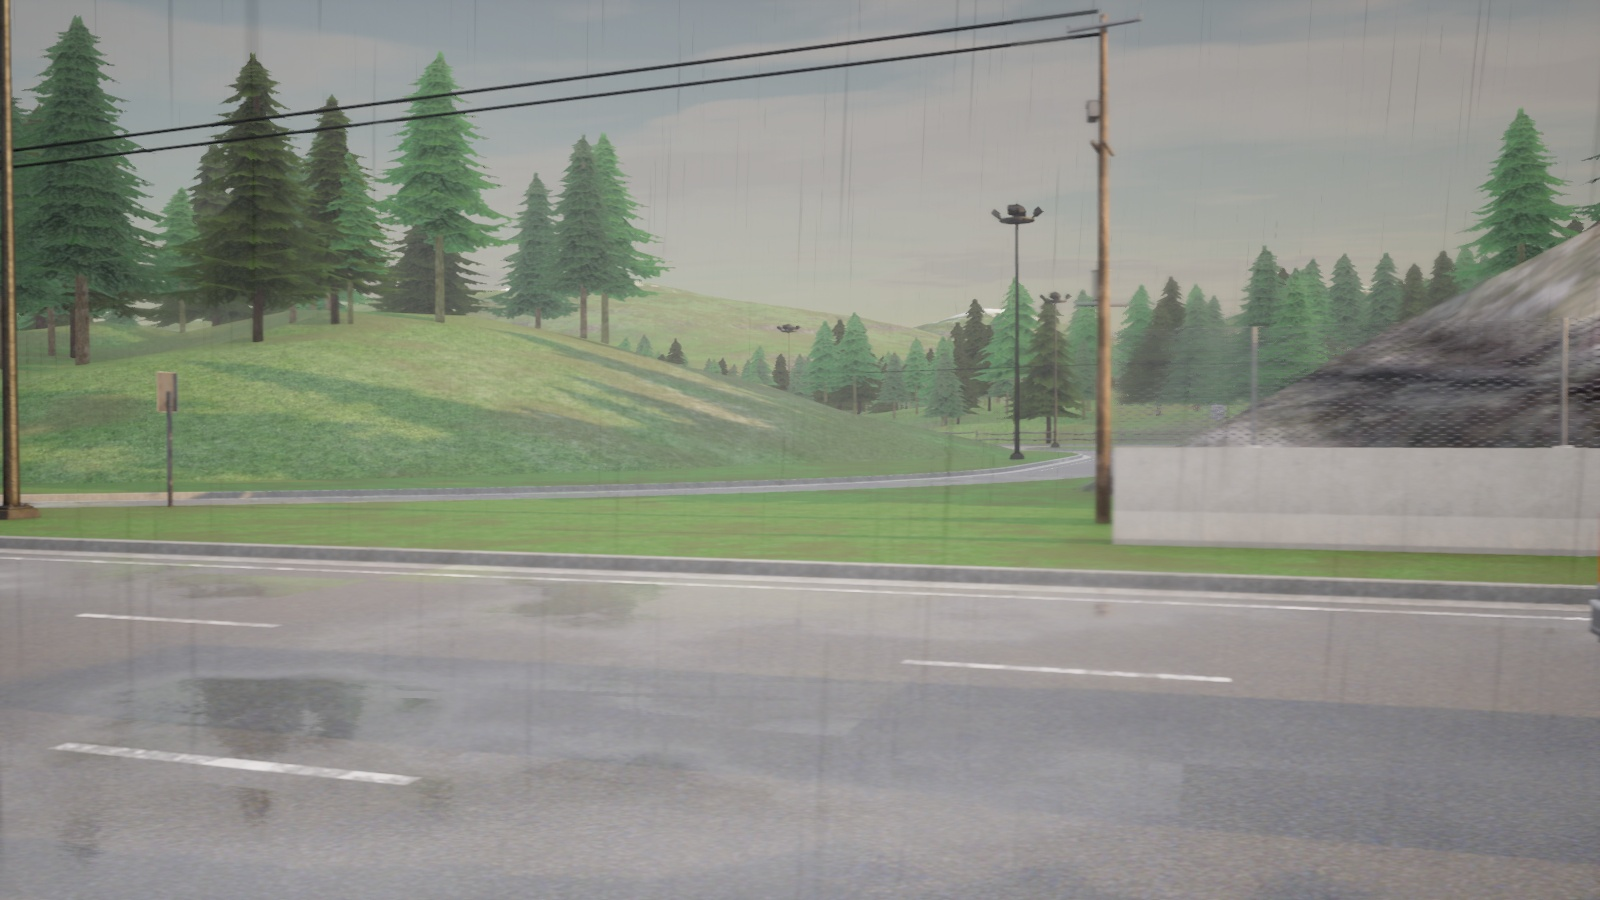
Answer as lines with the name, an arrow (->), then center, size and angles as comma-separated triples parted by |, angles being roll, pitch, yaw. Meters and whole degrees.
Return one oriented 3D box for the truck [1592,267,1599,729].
truck -> 6.360, 0.288, 4.739 | 5.204, 2.467, 2.627 | 1, 1, 19
